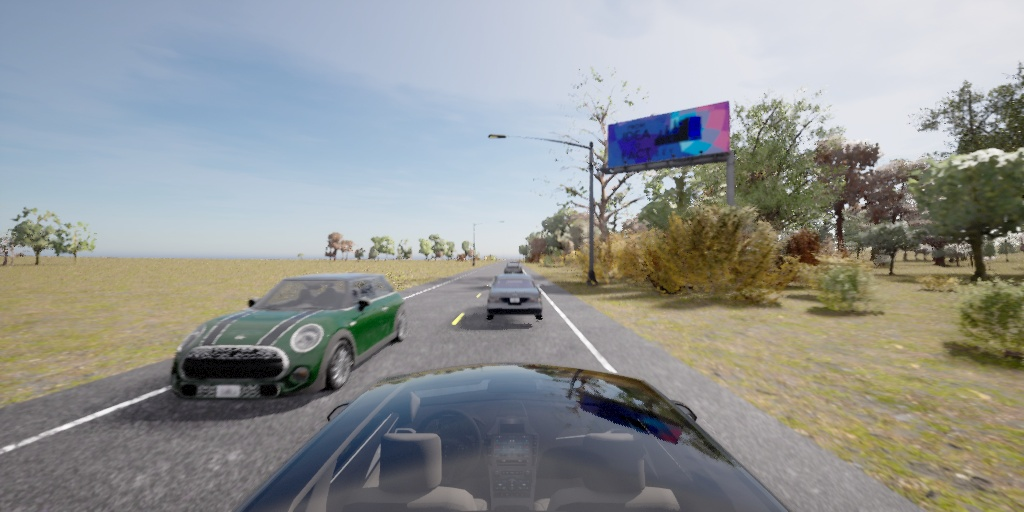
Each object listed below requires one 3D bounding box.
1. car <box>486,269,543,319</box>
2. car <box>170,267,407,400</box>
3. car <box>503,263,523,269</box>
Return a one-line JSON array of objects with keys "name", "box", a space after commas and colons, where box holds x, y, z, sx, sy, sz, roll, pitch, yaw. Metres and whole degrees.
[{"name": "car", "box": [0.089, 1.356, 13.034, 2.033, 1.411, 5.357, 0, 0, 0]}, {"name": "car", "box": [-3.585, 1.128, 6.785, 2.097, 1.767, 4.553, 0, 0, 0]}, {"name": "car", "box": [0.098, 1.422, 36.774, 2.128, 1.511, 4.902, 0, 0, 0]}]
